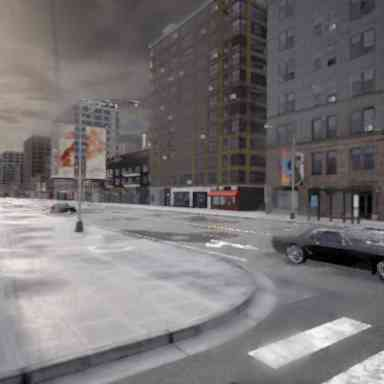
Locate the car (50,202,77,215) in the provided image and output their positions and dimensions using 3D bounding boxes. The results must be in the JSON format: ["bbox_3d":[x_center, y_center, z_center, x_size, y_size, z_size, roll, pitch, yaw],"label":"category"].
[{"bbox_3d":[-14.330,1.781,36.998,1.895,1.301,4.718,1,-1,-35],"label":"car"}]

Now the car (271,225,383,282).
[{"bbox_3d":[4.823,1.721,10.139,1.895,1.301,4.718,1,-1,-35],"label":"car"}]
